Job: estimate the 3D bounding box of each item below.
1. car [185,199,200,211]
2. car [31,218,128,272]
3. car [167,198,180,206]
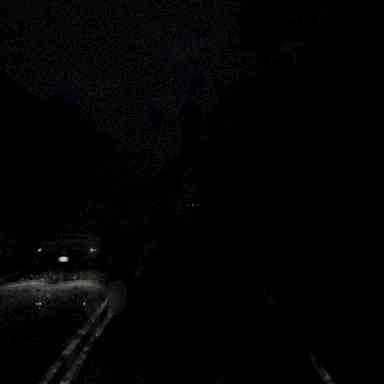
[{"bbox_3d":[0.114,1.599,41.253,2.033,1.411,5.357,0,0,0],"label":"car"},{"bbox_3d":[-3.350,1.559,10.651,1.994,1.385,4.181,0,0,0],"label":"car"},{"bbox_3d":[-3.126,1.709,57.029,1.994,1.385,4.181,0,0,1],"label":"car"}]
